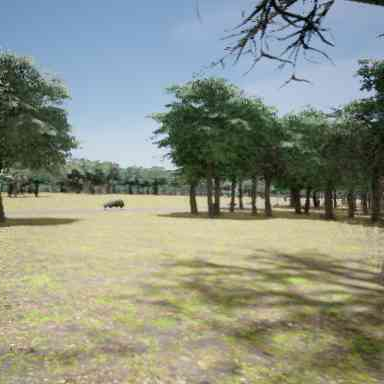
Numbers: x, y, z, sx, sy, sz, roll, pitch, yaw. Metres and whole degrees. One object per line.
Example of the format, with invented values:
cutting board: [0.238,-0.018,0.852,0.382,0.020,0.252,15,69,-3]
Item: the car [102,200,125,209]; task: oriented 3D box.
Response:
car: [-17.829,2.742,76.063,2.150,2.045,5.566,0,-1,35]
